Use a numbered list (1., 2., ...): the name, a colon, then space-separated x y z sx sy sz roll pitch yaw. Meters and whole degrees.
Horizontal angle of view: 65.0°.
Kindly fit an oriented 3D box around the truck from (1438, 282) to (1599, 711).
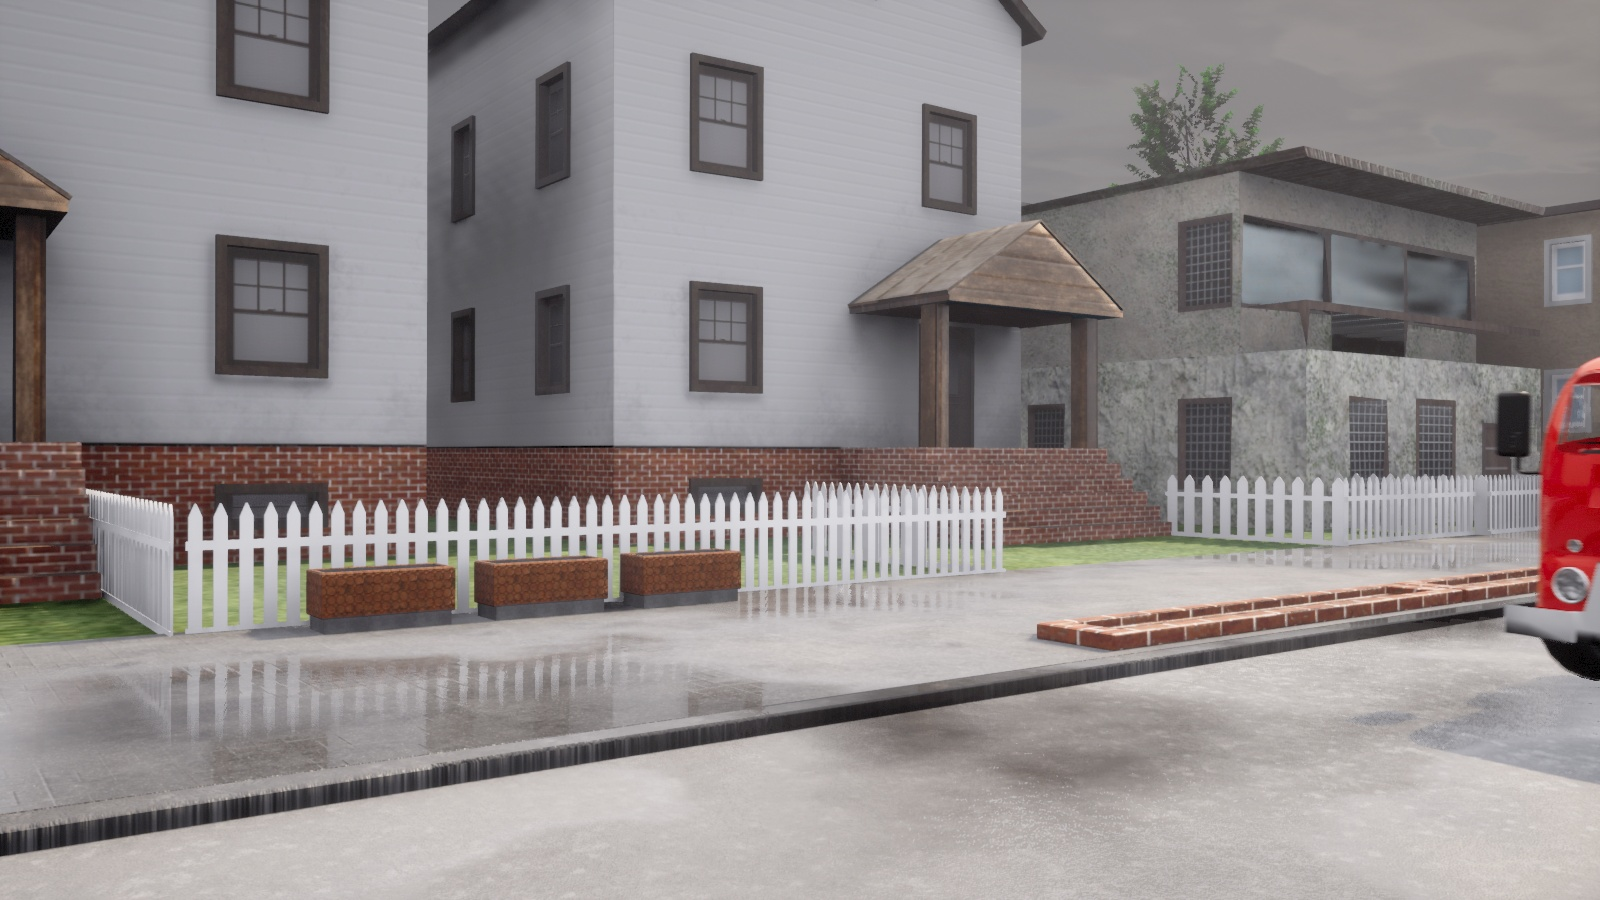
1. truck: 7.021 0.262 8.234 5.204 2.467 2.627 0 1 -30
